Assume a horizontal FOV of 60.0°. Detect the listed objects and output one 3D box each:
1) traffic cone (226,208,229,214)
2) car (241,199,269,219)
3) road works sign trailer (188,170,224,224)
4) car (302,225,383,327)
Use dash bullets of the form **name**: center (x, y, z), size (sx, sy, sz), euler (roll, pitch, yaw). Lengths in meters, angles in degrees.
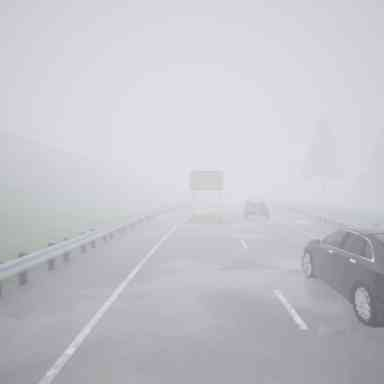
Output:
- **traffic cone**: center (3.230, 1.725, 30.155), size (0.340, 0.580, 0.340), euler (0, 0, 6)
- **car**: center (5.073, 1.288, 26.878), size (2.128, 1.511, 4.902), euler (0, 0, 6)
- **road works sign trailer**: center (1.023, 0.285, 23.337), size (2.380, 3.560, 2.880), euler (0, 0, 6)
- **car**: center (3.768, 1.455, 6.866), size (1.837, 1.490, 4.892), euler (0, 0, 2)
